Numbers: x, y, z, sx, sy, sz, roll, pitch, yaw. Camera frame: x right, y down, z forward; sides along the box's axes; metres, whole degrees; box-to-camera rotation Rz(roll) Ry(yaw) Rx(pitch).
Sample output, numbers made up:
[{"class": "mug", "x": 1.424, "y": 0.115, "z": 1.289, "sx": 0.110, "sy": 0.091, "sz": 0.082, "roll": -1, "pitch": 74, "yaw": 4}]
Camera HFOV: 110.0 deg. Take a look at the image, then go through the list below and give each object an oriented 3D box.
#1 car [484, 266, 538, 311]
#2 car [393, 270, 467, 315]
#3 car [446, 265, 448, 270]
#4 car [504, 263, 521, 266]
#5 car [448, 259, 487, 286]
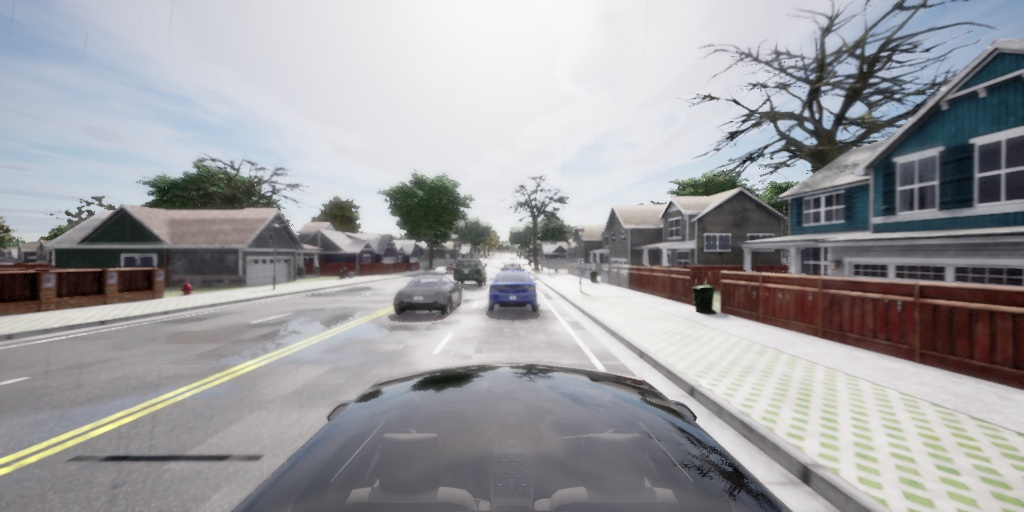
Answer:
[{"class": "car", "x": 0.051, "y": 1.365, "z": 15.345, "sx": 1.882, "sy": 1.535, "sz": 5.008, "roll": 0, "pitch": 0, "yaw": 0}, {"class": "car", "x": -3.204, "y": 1.442, "z": 14.370, "sx": 1.994, "sy": 1.385, "sz": 4.181, "roll": 0, "pitch": 0, "yaw": 1}, {"class": "car", "x": -9.803, "y": 1.911, "z": 59.743, "sx": 1.812, "sy": 1.442, "sz": 4.674, "roll": 0, "pitch": 0, "yaw": 1}, {"class": "car", "x": 0.041, "y": 1.392, "z": 29.110, "sx": 2.097, "sy": 1.767, "sz": 4.553, "roll": 0, "pitch": -1, "yaw": 1}, {"class": "car", "x": -3.222, "y": 1.252, "z": 28.092, "sx": 2.150, "sy": 2.045, "sz": 5.566, "roll": 0, "pitch": 0, "yaw": 1}]
